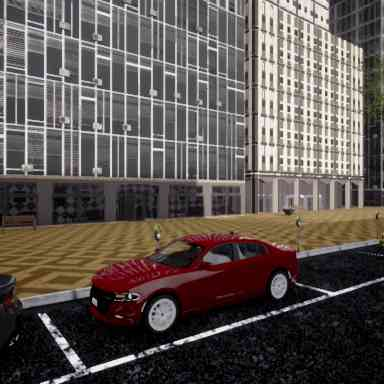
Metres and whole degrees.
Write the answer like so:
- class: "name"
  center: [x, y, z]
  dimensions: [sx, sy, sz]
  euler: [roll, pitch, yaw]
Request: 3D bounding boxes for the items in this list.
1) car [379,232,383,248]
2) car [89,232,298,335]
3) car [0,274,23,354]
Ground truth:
- class: "car"
  center: [9.125, 1.529, 13.038]
  dimensions: [4.829, 1.417, 1.752]
  euler: [0, 0, -35]
- class: "car"
  center: [0.244, 1.545, 6.726]
  dimensions: [4.507, 1.381, 1.887]
  euler: [0, 0, -35]
- class: "car"
  center: [-4.265, 1.551, 3.520]
  dimensions: [4.403, 1.369, 2.008]
  euler: [0, 0, -35]
